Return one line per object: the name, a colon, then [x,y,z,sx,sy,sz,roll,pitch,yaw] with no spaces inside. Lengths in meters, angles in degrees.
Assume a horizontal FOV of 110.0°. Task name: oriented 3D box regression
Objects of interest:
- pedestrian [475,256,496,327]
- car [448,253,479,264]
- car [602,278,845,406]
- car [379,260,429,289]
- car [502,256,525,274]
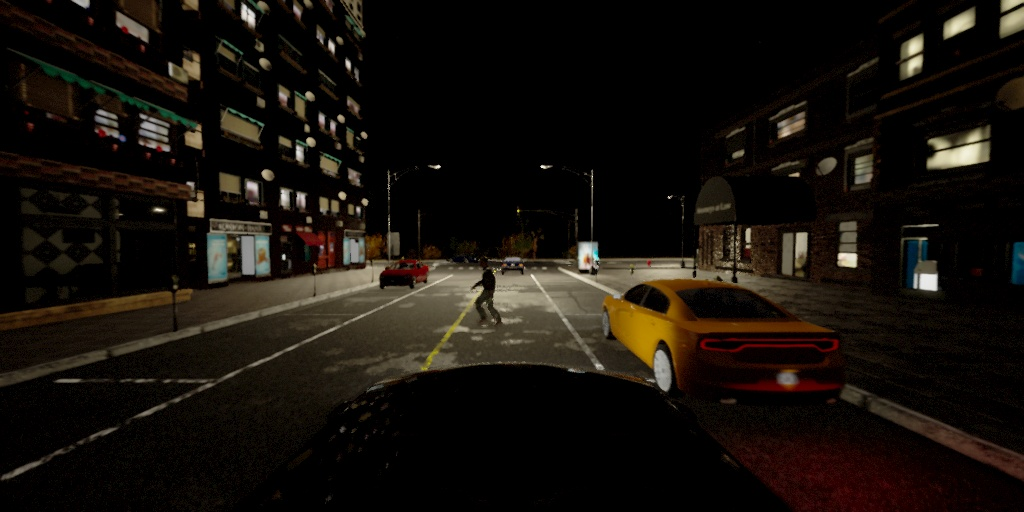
pedestrian: [-0.667,0.887,9.170,0.375,1.860,0.375,-1,2,-3]
car: [-6.368,0.355,46.544,4.181,1.385,1.994,0,1,34]
car: [3.000,1.128,6.374,1.882,1.535,5.008,0,1,0]
car: [-5.692,0.917,19.402,1.888,1.381,4.507,0,0,0]
car: [0.094,0.692,30.039,2.033,1.411,5.357,0,1,1]
